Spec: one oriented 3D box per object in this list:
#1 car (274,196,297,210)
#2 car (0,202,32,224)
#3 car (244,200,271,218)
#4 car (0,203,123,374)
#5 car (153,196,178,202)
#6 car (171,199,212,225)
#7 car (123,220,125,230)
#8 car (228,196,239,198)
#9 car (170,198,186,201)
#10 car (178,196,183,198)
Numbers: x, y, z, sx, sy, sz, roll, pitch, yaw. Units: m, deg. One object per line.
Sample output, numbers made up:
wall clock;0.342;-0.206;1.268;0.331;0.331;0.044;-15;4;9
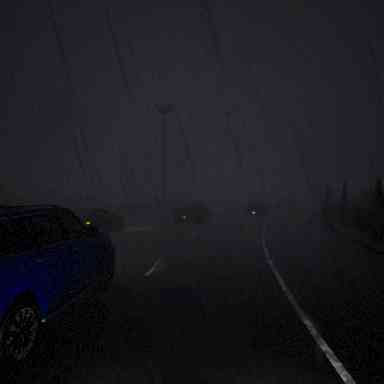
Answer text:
car;12.081;1.339;42.869;2.097;1.767;4.553;0;0;29
car;-14.427;1.541;24.301;2.033;1.411;5.357;0;0;14
car;6.045;1.495;30.353;1.837;1.490;4.892;0;0;20
car;-3.087;1.220;5.812;2.150;2.045;5.566;0;0;4
car;-3.950;1.552;42.876;1.994;1.385;4.181;0;0;26
car;0.160;1.471;23.842;1.882;1.535;5.008;0;0;15
car;-5.051;1.521;17.084;1.812;1.442;4.674;0;0;11
car;8.327;1.544;67.883;1.994;1.385;4.181;0;0;41
car;-0.207;1.554;33.559;1.994;1.385;4.181;0;0;21
car;-2.907;1.461;58.815;1.882;1.535;5.008;0;0;34
